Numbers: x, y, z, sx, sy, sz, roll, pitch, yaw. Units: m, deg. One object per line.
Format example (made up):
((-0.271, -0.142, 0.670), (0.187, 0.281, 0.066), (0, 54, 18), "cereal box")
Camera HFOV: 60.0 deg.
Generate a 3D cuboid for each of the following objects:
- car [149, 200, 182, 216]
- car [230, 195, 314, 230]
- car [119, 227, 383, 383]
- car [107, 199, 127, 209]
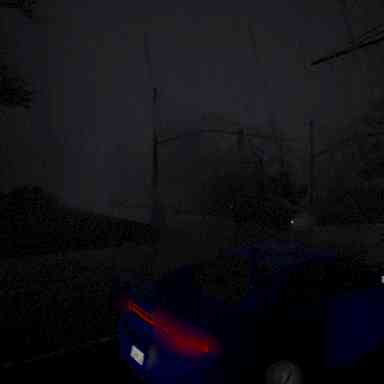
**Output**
((-2.729, 1.531, 33.056), (1.837, 1.490, 4.892), (0, 0, -30), "car")
((4.830, 1.235, 21.035), (2.150, 2.045, 5.566), (0, 0, -37), "car")
((1.486, 1.481, 4.742), (5.008, 1.535, 1.882), (0, 0, -35), "car")
((-10.903, 1.680, 48.256), (2.033, 1.411, 5.357), (0, -1, -26), "car")
